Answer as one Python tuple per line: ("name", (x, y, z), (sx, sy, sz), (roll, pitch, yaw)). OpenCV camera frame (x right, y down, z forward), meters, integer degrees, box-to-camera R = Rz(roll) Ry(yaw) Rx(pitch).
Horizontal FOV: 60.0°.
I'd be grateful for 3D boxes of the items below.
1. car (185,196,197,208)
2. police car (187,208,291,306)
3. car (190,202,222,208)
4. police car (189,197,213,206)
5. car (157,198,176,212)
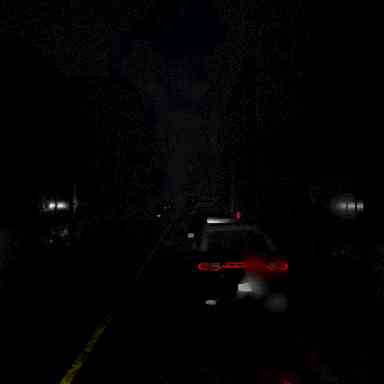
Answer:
("car", (0.147, 1.341, 47.917), (2.097, 1.767, 4.553), (0, 0, 1))
("police car", (0.918, 1.424, 8.252), (1.930, 1.638, 5.238), (0, 0, 0))
("car", (0.941, 1.502, 18.142), (1.837, 1.490, 4.892), (0, 0, 0))
("police car", (0.955, 1.420, 24.252), (1.930, 1.638, 5.238), (0, 0, 0))
("car", (-2.912, 1.496, 38.398), (1.837, 1.490, 4.892), (0, 0, 0))
